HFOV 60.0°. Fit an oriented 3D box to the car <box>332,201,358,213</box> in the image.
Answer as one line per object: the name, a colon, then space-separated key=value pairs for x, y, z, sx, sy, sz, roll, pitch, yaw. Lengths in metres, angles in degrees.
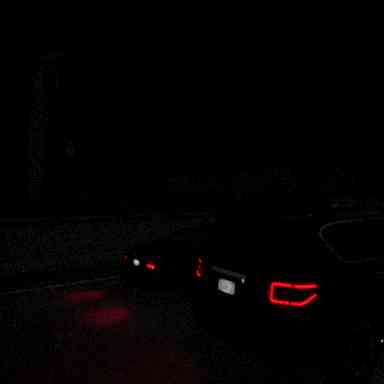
car: x=20.026 y=1.914 z=43.347 sx=1.895 sy=1.301 sz=4.718 roll=0 pitch=0 yaw=40

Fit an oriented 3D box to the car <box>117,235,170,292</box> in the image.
car: x=0.835 y=1.589 z=8.635 sx=5.357 sy=1.411 sz=2.033 roll=1 pitch=0 yaw=-35

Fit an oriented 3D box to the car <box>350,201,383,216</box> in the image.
car: x=20.030 y=1.781 z=38.102 sx=2.128 sy=1.511 sz=4.902 roll=0 pitch=0 yaw=42

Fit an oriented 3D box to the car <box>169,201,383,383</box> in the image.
car: x=2.603 y=1.261 z=5.599 sx=5.566 sy=2.045 sz=2.150 roll=1 pitch=0 yaw=-35
